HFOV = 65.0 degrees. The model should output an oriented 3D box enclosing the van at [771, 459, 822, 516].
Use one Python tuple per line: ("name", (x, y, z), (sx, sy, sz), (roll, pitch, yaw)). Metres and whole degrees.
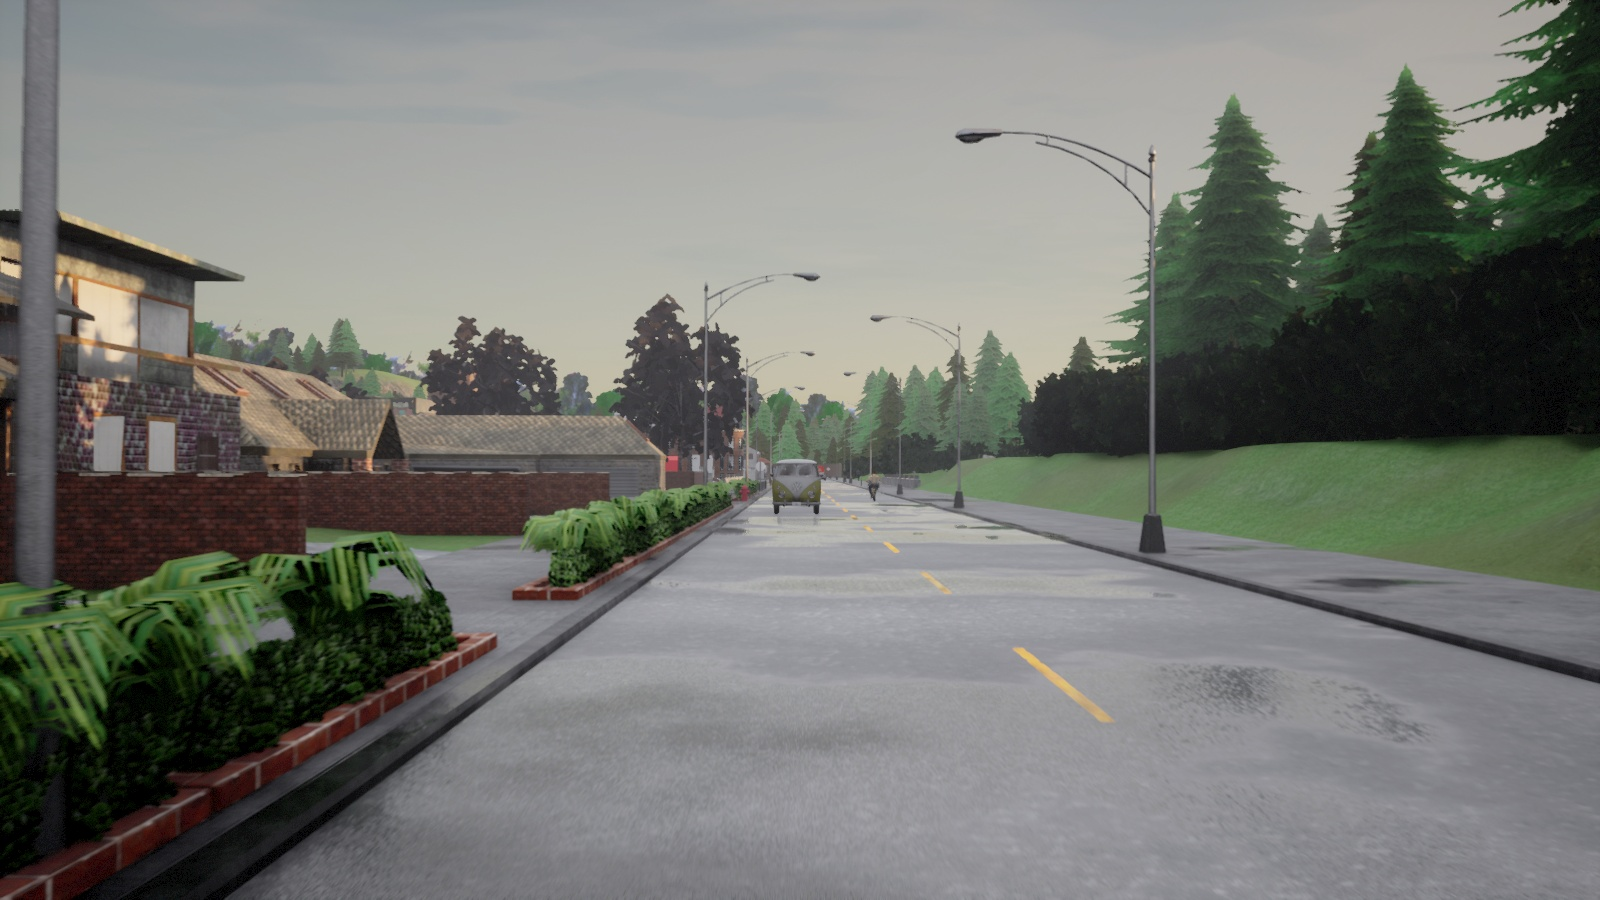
("van", (-0.113, 1.340, 46.096), (1.775, 1.987, 4.442), (0, -1, 0))
